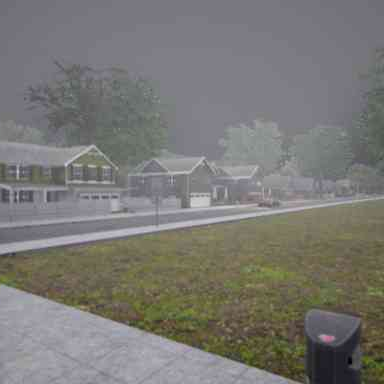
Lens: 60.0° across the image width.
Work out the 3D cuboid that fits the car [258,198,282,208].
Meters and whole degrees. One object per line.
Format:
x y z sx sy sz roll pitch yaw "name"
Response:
11.467 1.551 48.695 2.033 1.411 5.357 0 0 35 "car"
